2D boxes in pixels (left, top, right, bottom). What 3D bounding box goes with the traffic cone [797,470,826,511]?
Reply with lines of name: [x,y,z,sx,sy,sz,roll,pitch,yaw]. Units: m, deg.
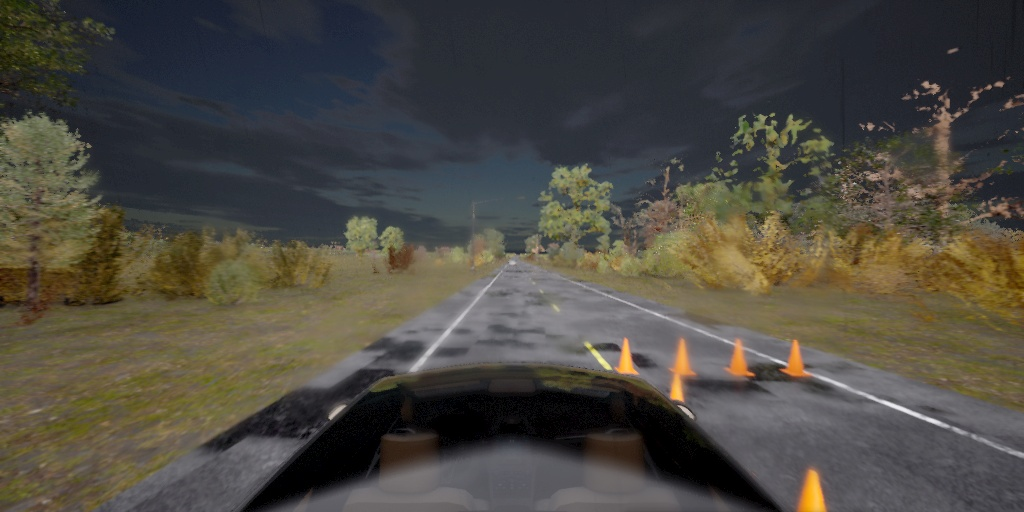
traffic cone: [1.998,1.726,2.381,0.340,0.580,0.340,0,0,0]

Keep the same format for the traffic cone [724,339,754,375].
traffic cone: [4.024,1.774,6.367,0.340,0.580,0.340,0,0,0]

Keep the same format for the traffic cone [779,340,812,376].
traffic cone: [5.024,1.782,6.360,0.340,0.580,0.340,0,0,0]

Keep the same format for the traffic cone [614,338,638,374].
traffic cone: [2.025,1.759,6.381,0.340,0.580,0.340,0,0,0]

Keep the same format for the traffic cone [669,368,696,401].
traffic cone: [2.011,1.743,4.381,0.340,0.580,0.340,0,0,0]

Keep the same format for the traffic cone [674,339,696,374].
traffic cone: [3.025,1.767,6.374,0.340,0.580,0.340,0,0,0]
